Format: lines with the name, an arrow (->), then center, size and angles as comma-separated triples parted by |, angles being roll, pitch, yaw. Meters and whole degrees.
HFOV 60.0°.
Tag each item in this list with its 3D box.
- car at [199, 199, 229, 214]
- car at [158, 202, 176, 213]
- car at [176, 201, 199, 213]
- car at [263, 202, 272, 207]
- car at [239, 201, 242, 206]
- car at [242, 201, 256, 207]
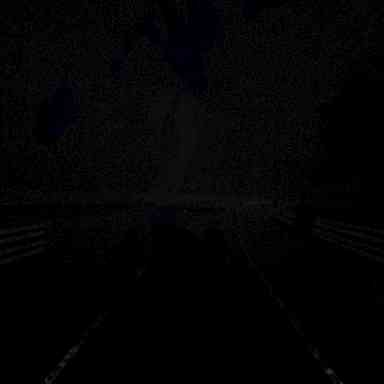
car -> 3.130, 2.160, 46.913 | 2.097, 1.767, 4.553 | 0, -1, 23
car -> -3.291, 2.296, 49.699 | 1.882, 1.535, 5.008 | 0, -1, 23
car -> -0.064, 2.415, 48.347 | 1.895, 1.301, 4.718 | 0, -1, 23
car -> 19.464, 3.181, 85.402 | 1.895, 1.301, 4.718 | 0, -1, 23
car -> 14.411, 3.185, 91.412 | 2.128, 1.511, 4.902 | 0, -1, 23
car -> 14.509, 3.032, 82.683 | 1.812, 1.442, 4.674 | 0, -1, 23
